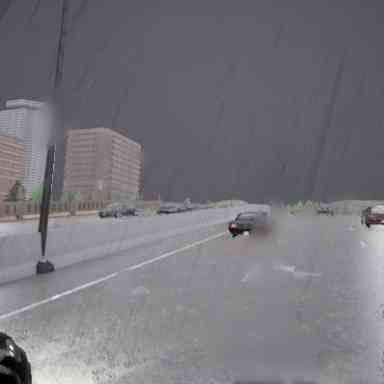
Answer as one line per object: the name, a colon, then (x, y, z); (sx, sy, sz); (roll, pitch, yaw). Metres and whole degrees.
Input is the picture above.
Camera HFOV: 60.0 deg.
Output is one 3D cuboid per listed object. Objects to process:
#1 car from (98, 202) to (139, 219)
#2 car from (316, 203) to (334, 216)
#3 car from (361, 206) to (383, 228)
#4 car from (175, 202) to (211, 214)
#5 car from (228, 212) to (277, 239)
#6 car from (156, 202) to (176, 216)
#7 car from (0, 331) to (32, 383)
car: (-6.713, 1.697, 30.952); (1.837, 1.490, 4.892); (0, 0, 22)
car: (15.625, 2.032, 39.036); (2.033, 1.411, 5.357); (0, -3, 22)
car: (13.051, 1.710, 23.298); (1.812, 1.442, 4.674); (0, 0, 22)
car: (0.467, 1.765, 30.033); (1.994, 1.385, 4.181); (0, 0, 22)
car: (3.511, 1.731, 18.357); (1.895, 1.301, 4.718); (0, 0, 22)
car: (-1.718, 1.769, 33.964); (2.033, 1.411, 5.357); (0, 0, 22)
car: (-3.123, 1.571, 1.910); (1.994, 1.385, 4.181); (0, 0, 22)
